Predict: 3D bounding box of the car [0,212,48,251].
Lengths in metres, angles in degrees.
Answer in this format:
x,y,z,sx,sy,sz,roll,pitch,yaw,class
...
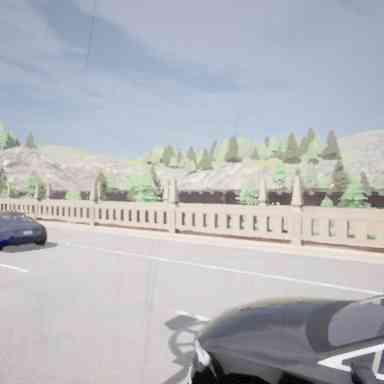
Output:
x,y,z,sx,sy,sz,roll,pitch,yaw,class
-7.938,1.526,13.953,4.181,1.385,1.994,0,0,36,car

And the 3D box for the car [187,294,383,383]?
x,y,z,sx,sy,sz,roll,pitch,yaw,class
2.208,1.493,2.417,4.902,1.511,2.128,0,0,36,car
